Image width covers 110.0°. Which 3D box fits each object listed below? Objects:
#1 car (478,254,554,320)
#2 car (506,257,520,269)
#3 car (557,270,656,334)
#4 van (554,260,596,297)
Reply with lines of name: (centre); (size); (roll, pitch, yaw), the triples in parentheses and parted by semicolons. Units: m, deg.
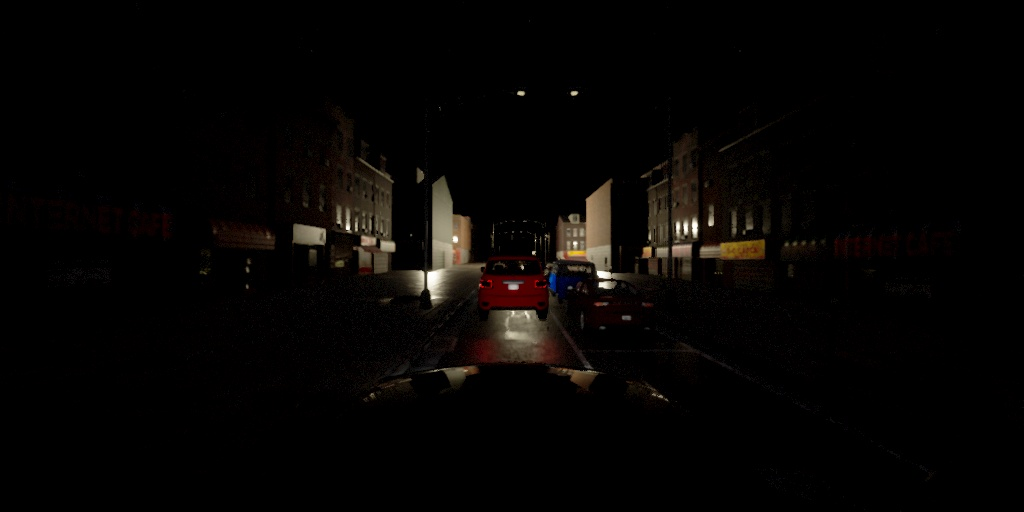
car: (0.028, 0.965, 12.798); (2.150, 2.045, 5.566); (0, 0, 0)
car: (0.083, 1.098, 55.607); (2.097, 1.767, 4.553); (0, 0, 0)
car: (2.638, 1.290, 10.507); (1.888, 1.381, 4.507); (0, 0, 0)
van: (2.637, 1.082, 16.048); (1.690, 1.789, 3.998); (0, 0, 0)
